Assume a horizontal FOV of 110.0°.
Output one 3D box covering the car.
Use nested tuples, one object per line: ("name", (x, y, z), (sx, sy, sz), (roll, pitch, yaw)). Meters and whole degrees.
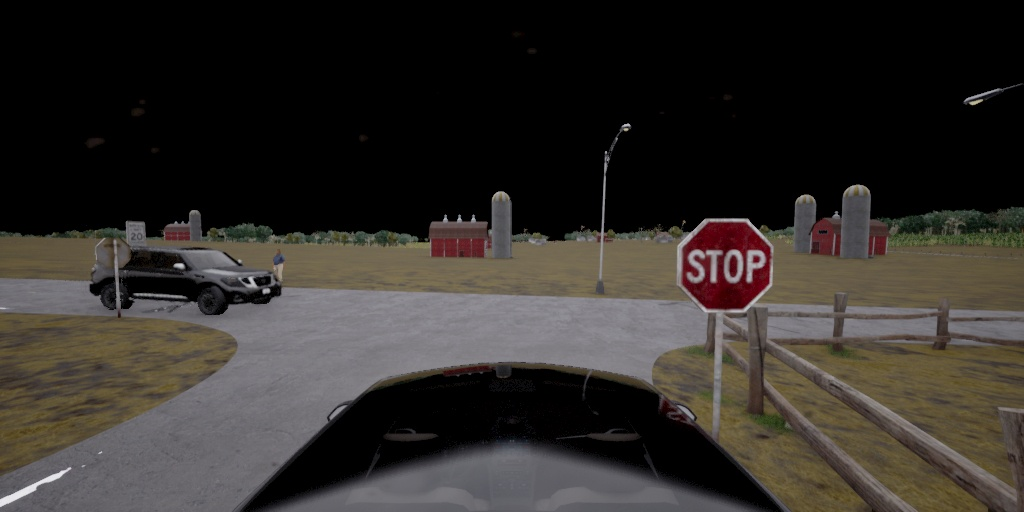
("car", (-10.978, 0.723, 12.230), (5.566, 2.045, 2.150), (2, 3, 5))

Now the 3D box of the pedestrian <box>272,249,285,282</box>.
("pedestrian", (-11.996, 0.536, 18.370), (0.375, 1.860, 0.375), (0, 1, 0))
